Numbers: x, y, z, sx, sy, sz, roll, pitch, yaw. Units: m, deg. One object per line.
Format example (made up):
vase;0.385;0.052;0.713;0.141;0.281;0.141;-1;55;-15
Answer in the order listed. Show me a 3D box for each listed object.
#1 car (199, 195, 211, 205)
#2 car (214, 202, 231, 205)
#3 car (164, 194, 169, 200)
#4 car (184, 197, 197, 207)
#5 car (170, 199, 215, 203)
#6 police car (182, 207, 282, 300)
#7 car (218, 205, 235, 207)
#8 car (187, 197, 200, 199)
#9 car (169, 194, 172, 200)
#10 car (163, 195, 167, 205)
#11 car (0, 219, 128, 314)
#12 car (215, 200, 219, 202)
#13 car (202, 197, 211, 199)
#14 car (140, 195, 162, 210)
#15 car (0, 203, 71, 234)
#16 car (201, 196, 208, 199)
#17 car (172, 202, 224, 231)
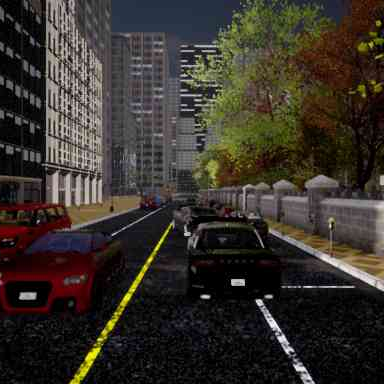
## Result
car;2.334;1.418;60.495;1.967;1.590;4.097;0;0;0
car;2.507;1.578;21.647;1.802;1.307;4.206;0;0;0
car;-5.690;1.504;60.362;1.752;1.417;4.829;0;0;0
car;-0.196;1.531;53.437;2.033;1.411;5.357;0;0;0
car;0.087;1.501;24.787;1.837;1.490;4.892;0;0;17
police car;0.822;1.424;8.571;1.930;1.638;5.238;0;0;0
car;2.532;1.548;16.097;2.008;1.369;4.403;0;0;0
car;-0.140;1.515;43.454;1.812;1.442;4.674;0;0;0
car;-5.620;1.282;77.155;2.192;1.841;5.009;0;0;0
car;-5.666;1.564;54.992;1.802;1.307;4.206;0;0;0
car;-2.759;1.563;7.584;1.994;1.385;4.181;0;0;0
car;2.482;1.561;27.196;1.947;1.339;4.313;0;0;0
car;2.433;1.557;38.296;1.947;1.339;4.313;0;0;0
car;-5.617;1.304;43.910;2.192;1.841;5.009;0;0;0
car;-5.471;1.314;10.661;2.192;1.841;5.009;0;0;0
car;2.384;1.568;49.395;1.802;1.307;4.206;0;0;0
car;0.180;1.502;18.194;1.837;1.490;4.892;0;0;-15
